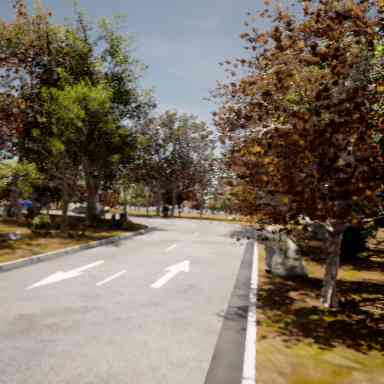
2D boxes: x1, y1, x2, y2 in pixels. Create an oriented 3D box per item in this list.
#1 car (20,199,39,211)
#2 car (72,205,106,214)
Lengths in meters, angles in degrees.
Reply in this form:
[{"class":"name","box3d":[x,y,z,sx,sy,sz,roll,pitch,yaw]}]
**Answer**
[{"class":"car","box3d":[-23.390,1.754,45.418,5.008,1.535,1.882,3,-2,13]},{"class":"car","box3d":[-13.375,2.309,43.212,4.181,1.385,1.994,3,-3,13]}]
